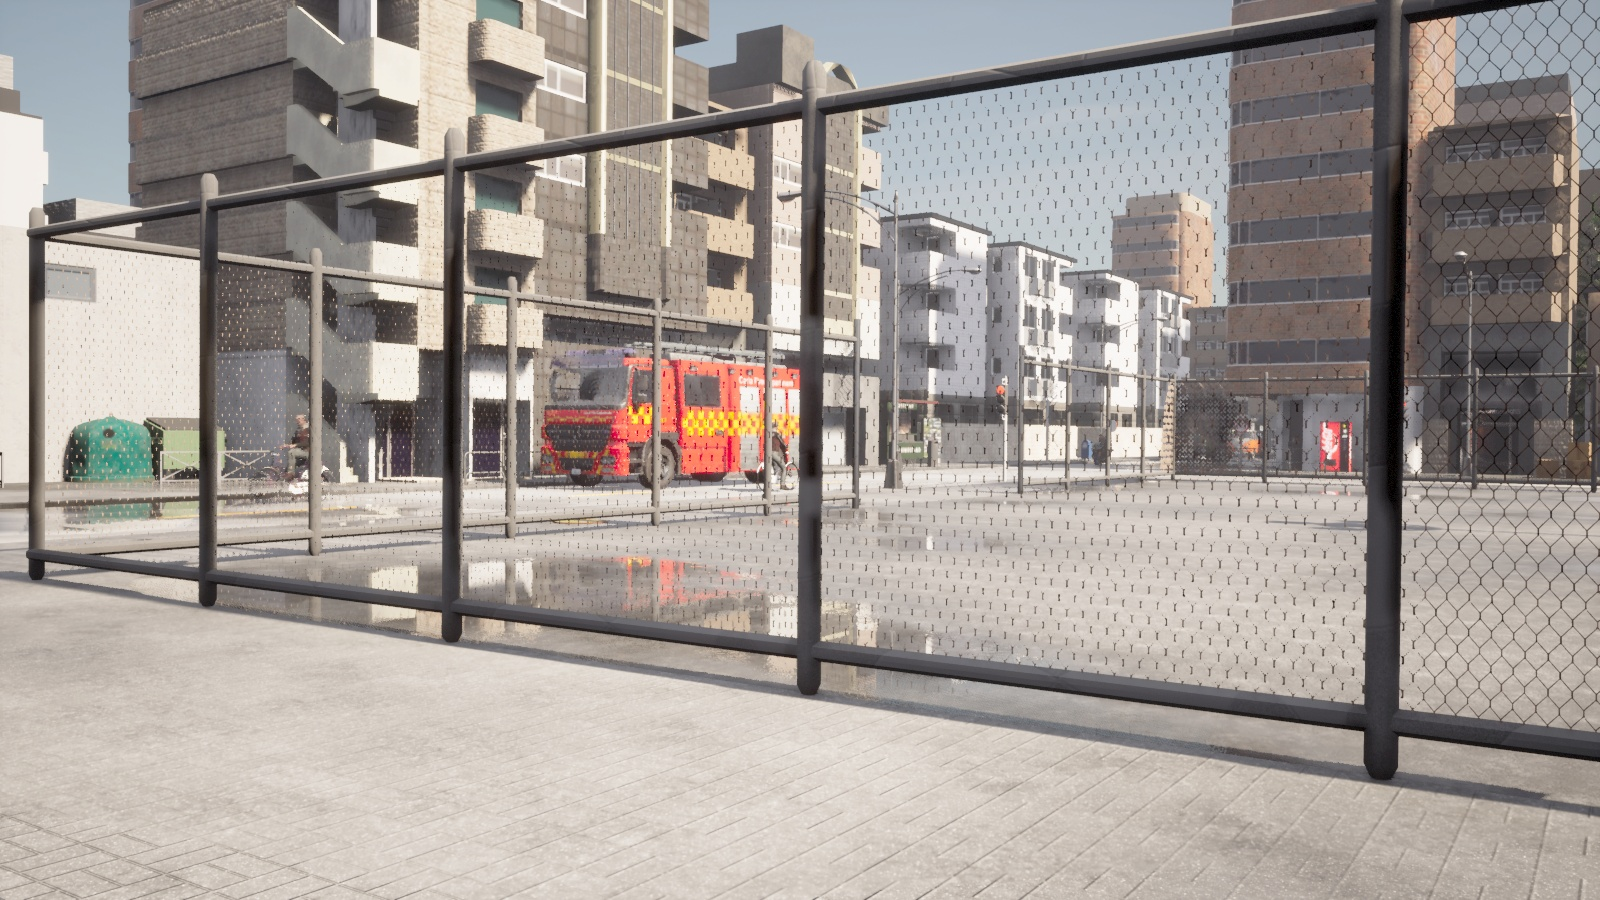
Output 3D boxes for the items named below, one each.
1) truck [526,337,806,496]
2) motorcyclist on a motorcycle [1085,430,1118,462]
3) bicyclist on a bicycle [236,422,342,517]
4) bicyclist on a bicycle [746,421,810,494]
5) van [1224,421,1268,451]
[{"bbox_3d":[-3.385,-0.875,34.589,2.891,3.827,8.468,0,1,34],"label":"truck"},{"bbox_3d":[14.942,-0.218,62.171,0.866,1.530,2.191,0,1,34],"label":"motorcyclist on a motorcycle"},{"bbox_3d":[-9.985,0.356,24.607,0.659,1.776,1.843,0,1,34],"label":"bicyclist on a bicycle"},{"bbox_3d":[-0.528,0.175,31.639,0.659,1.776,1.843,0,1,34],"label":"bicyclist on a bicycle"},{"bbox_3d":[30.279,-0.954,85.245,1.775,1.987,4.442,0,1,34],"label":"van"}]
